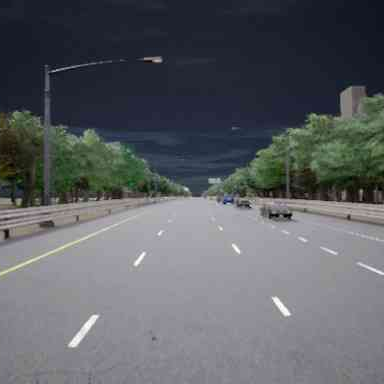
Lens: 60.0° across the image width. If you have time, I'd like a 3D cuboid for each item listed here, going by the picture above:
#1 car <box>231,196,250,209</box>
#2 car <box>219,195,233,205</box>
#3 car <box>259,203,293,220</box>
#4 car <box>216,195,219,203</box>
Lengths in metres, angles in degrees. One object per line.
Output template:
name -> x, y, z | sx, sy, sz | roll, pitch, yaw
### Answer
car -> 7.092, 1.615, 47.377 | 1.837, 1.490, 4.892 | 0, 0, 0
car -> 7.198, 1.527, 66.662 | 2.150, 2.045, 5.566 | 0, -1, 0
car -> 7.027, 1.619, 28.360 | 1.895, 1.301, 4.718 | 0, 0, 0
car -> 7.325, 1.751, 83.724 | 2.150, 2.045, 5.566 | 0, -1, 1
